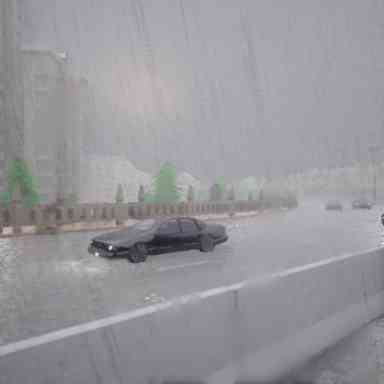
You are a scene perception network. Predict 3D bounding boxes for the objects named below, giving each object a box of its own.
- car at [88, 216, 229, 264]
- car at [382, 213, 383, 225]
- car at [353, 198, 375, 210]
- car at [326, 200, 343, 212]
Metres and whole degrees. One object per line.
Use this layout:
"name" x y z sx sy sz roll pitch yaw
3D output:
"car" -0.986 1.602 12.308 5.357 1.411 2.033 0 0 -40
"car" 15.219 1.705 24.401 1.895 1.301 4.718 0 -1 37
"car" 24.140 1.630 47.311 2.097 1.767 4.553 -1 -1 22
"car" 18.713 1.741 43.632 1.882 1.535 5.008 0 -1 25
